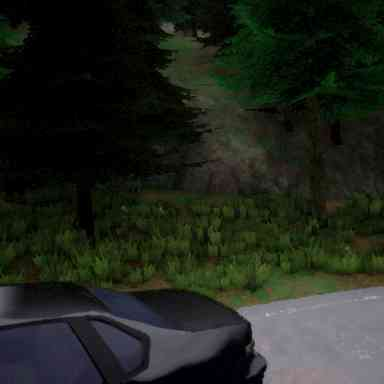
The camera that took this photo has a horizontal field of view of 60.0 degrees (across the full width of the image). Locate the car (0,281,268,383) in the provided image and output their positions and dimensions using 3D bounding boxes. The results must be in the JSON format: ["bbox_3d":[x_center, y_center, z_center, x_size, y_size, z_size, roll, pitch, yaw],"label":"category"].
[{"bbox_3d":[-1.871,1.554,2.499,5.357,1.411,2.033,-1,0,-33],"label":"car"}]
